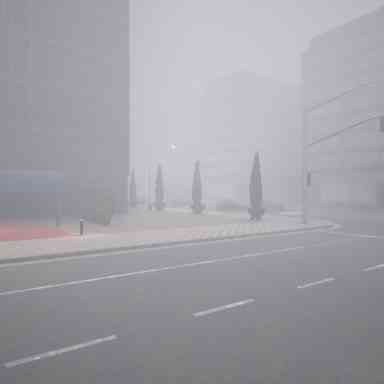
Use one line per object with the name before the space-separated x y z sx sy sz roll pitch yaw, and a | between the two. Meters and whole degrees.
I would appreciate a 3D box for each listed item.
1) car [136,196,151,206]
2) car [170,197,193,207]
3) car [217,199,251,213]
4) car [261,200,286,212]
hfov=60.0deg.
car | -8.704 1.506 56.763 1.837 1.490 4.892 0 -1 -35
car | -1.696 1.563 52.786 1.994 1.385 4.181 0 0 -35
car | 4.669 1.525 37.536 1.812 1.442 4.674 0 0 -35
car | 8.615 1.563 37.999 1.994 1.385 4.181 0 0 -35
